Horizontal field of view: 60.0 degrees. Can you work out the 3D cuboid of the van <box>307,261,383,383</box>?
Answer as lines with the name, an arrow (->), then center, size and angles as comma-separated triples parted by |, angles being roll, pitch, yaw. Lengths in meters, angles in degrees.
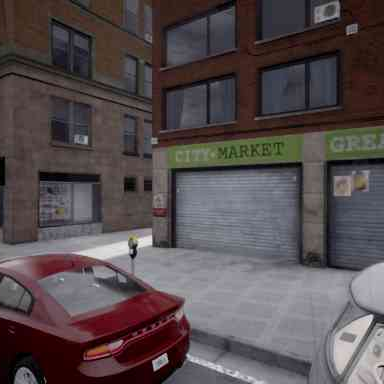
van -> 2.482, 1.341, 1.306 | 3.998, 1.788, 1.690 | 0, 0, 35

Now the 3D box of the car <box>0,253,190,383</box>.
car -> -2.127, 1.544, 4.592 | 4.507, 1.381, 1.887 | 0, 0, 35
